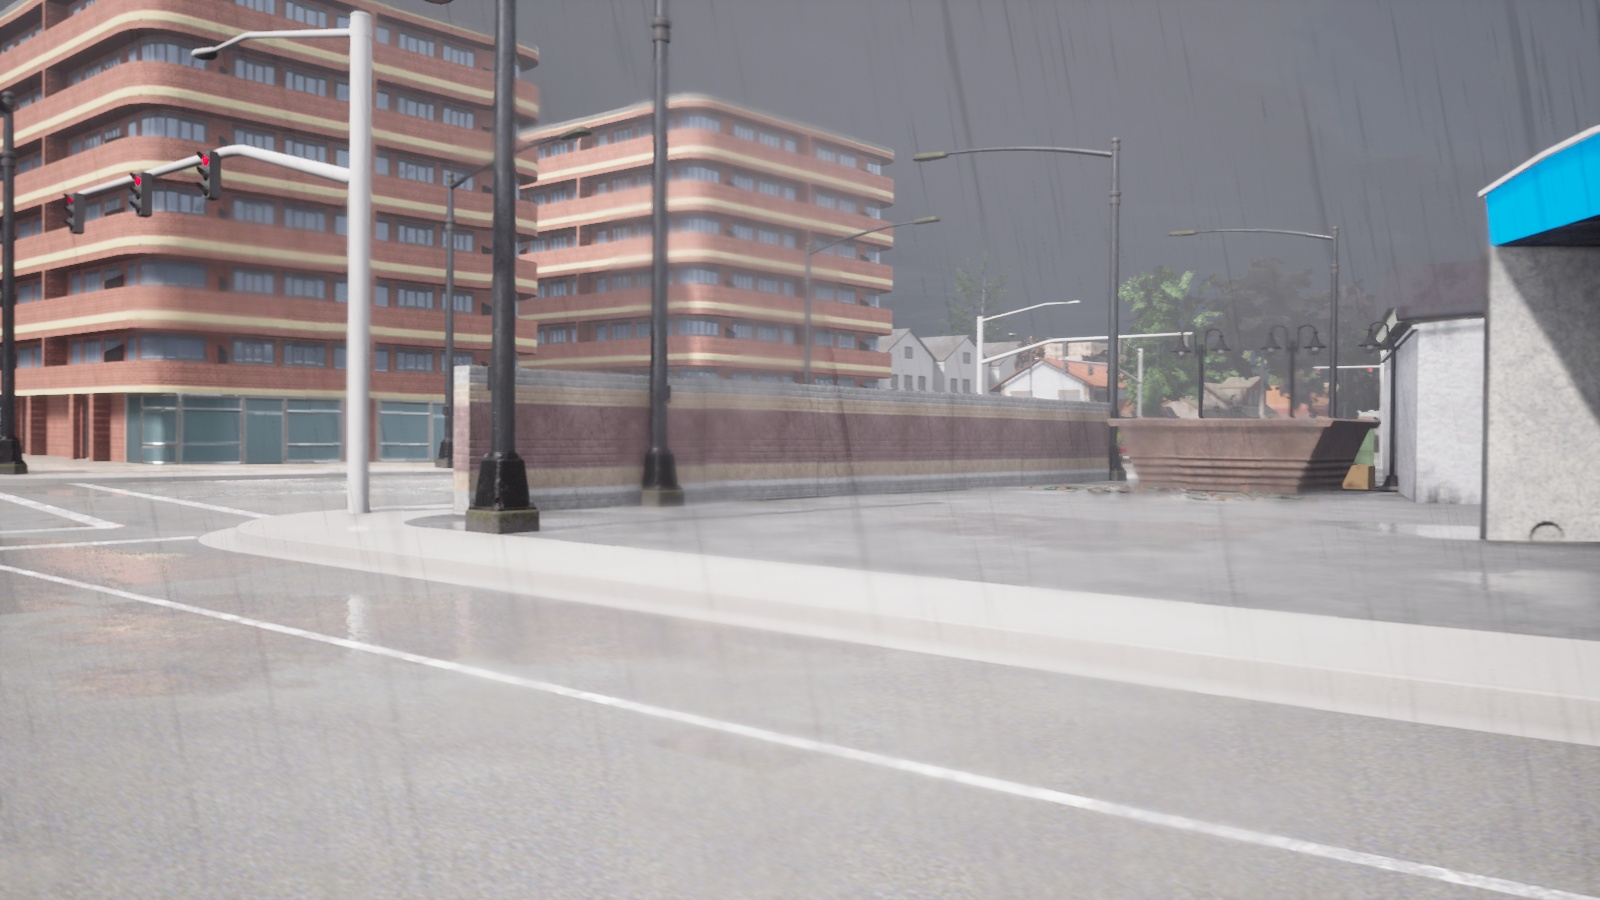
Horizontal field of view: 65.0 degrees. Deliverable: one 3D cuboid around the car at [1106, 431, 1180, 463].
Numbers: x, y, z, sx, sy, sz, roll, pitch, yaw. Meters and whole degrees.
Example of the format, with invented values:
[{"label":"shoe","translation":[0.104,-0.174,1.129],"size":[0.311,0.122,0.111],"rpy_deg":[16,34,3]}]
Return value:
[{"label":"car","translation":[16.409,-0.161,59.958],"size":[1.816,1.474,4.193],"rpy_deg":[0,1,39]}]
